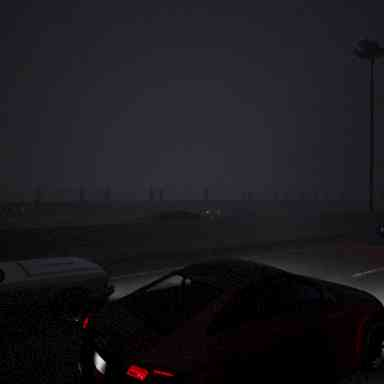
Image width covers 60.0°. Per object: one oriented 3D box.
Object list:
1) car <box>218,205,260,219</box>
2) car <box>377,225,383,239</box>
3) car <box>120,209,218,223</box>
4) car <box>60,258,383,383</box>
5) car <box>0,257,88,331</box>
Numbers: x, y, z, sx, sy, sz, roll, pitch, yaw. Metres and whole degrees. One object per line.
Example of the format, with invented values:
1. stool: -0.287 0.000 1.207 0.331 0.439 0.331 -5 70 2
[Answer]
1. car: 3.448 1.778 27.955 4.718 1.301 1.895 1 0 -35
2. car: 10.803 1.765 15.762 4.718 1.301 1.895 1 0 -36
3. car: -1.339 1.582 15.937 4.892 1.490 1.837 1 0 -36
4. car: 0.760 1.592 4.298 4.181 1.385 1.994 1 0 -35
5. car: -3.745 1.602 5.383 4.718 1.301 1.895 1 0 -35
